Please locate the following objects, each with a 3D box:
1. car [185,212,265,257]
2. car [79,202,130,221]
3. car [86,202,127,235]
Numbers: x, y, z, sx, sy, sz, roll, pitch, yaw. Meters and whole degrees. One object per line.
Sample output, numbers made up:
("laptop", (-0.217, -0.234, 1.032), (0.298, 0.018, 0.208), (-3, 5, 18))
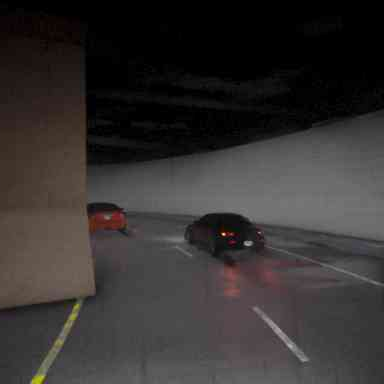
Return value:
("car", (1.147, 1.514, 13.016), (1.812, 1.442, 4.674), (0, 0, -17))
("car", (-7.646, 1.592, 28.575), (2.033, 1.411, 5.357), (0, 0, -42))
("car", (-5.447, 1.384, 19.341), (2.097, 1.767, 4.553), (-1, 0, -28))
